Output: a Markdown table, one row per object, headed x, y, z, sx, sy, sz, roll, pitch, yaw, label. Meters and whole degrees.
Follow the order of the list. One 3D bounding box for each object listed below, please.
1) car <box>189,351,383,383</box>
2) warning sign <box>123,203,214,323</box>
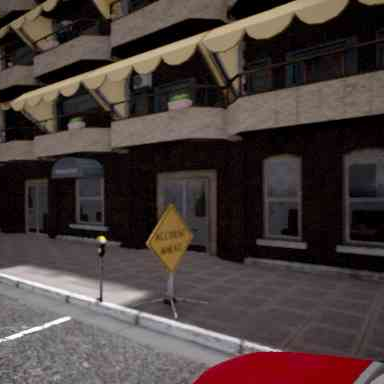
| x | y | z | sx | sy | sz | roll | pitch | yaw | label |
| --- | --- | --- | --- | --- | --- | --- | --- | --- | --- |
| 1.740 | 1.577 | 1.635 | 4.206 | 1.307 | 1.802 | -1 | 0 | 35 | car |
| -0.404 | 1.147 | 6.083 | 1.060 | 1.860 | 1.300 | -1 | 0 | 35 | warning sign |
